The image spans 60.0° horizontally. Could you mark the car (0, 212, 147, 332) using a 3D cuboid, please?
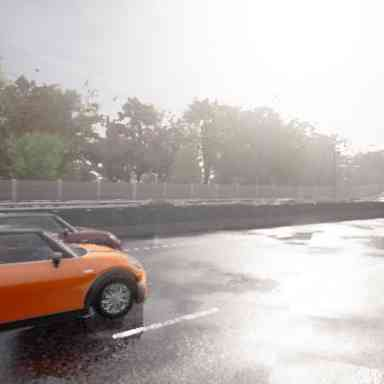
[{"bbox_3d":[-3.072,1.352,5.852,4.553,1.767,2.097,0,0,-35],"label":"car"}]

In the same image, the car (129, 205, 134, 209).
[{"bbox_3d":[-4.252,1.353,9.314,4.553,1.767,2.097,0,0,-35],"label":"car"}]

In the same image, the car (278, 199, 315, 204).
[{"bbox_3d":[11.208,1.631,33.465,4.718,1.301,1.895,0,0,-35],"label":"car"}]

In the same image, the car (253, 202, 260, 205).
[{"bbox_3d":[9.229,1.599,40.640,4.181,1.385,1.994,0,0,-35],"label":"car"}]

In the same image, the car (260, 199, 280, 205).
[{"bbox_3d":[10.235,1.538,37.062,4.892,1.490,1.837,0,0,-35],"label":"car"}]

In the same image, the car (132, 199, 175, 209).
[{"bbox_3d":[-4.205,1.490,35.376,5.008,1.535,1.882,0,0,-35],"label":"car"}]
